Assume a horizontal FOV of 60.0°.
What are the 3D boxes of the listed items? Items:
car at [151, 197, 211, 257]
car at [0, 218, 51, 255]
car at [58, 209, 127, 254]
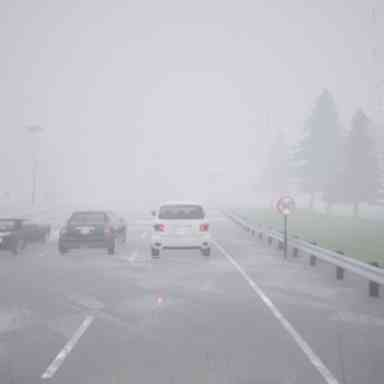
[{"bbox_3d":[-0.520,1.372,13.758,2.150,2.045,5.566,0,0,-4],"label":"car"},{"bbox_3d":[-7.562,1.753,13.955,1.895,1.301,4.718,0,-1,-4],"label":"car"},{"bbox_3d":[-4.087,1.506,14.360,2.097,1.767,4.553,0,-1,-4],"label":"car"}]
